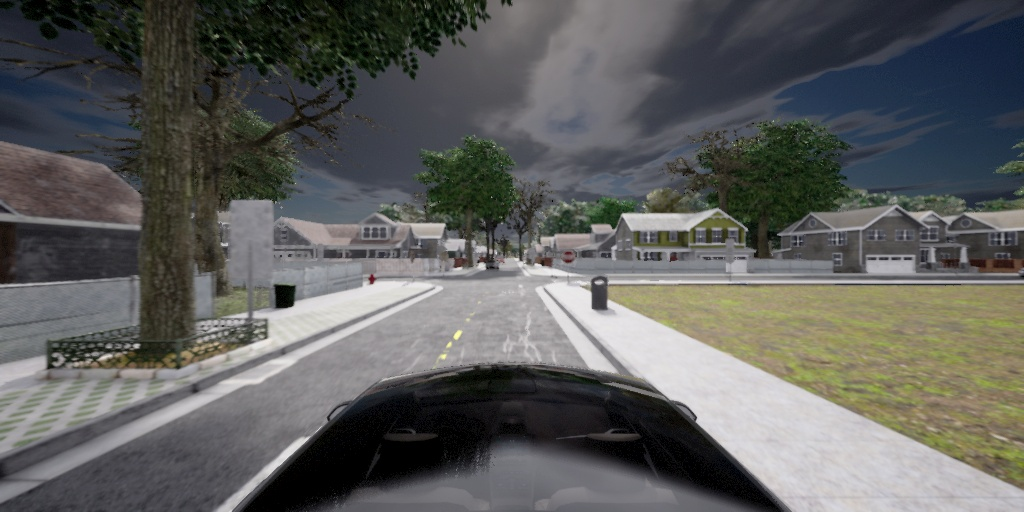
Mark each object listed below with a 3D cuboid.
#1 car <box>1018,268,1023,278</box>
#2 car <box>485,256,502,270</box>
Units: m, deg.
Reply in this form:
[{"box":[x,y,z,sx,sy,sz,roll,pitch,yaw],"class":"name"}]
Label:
[{"box":[46.644,1.219,30.775,4.674,1.442,1.812,0,0,0],"class":"car"},{"box":[-2.744,1.275,51.126,1.837,1.490,4.892,0,2,0],"class":"car"}]
